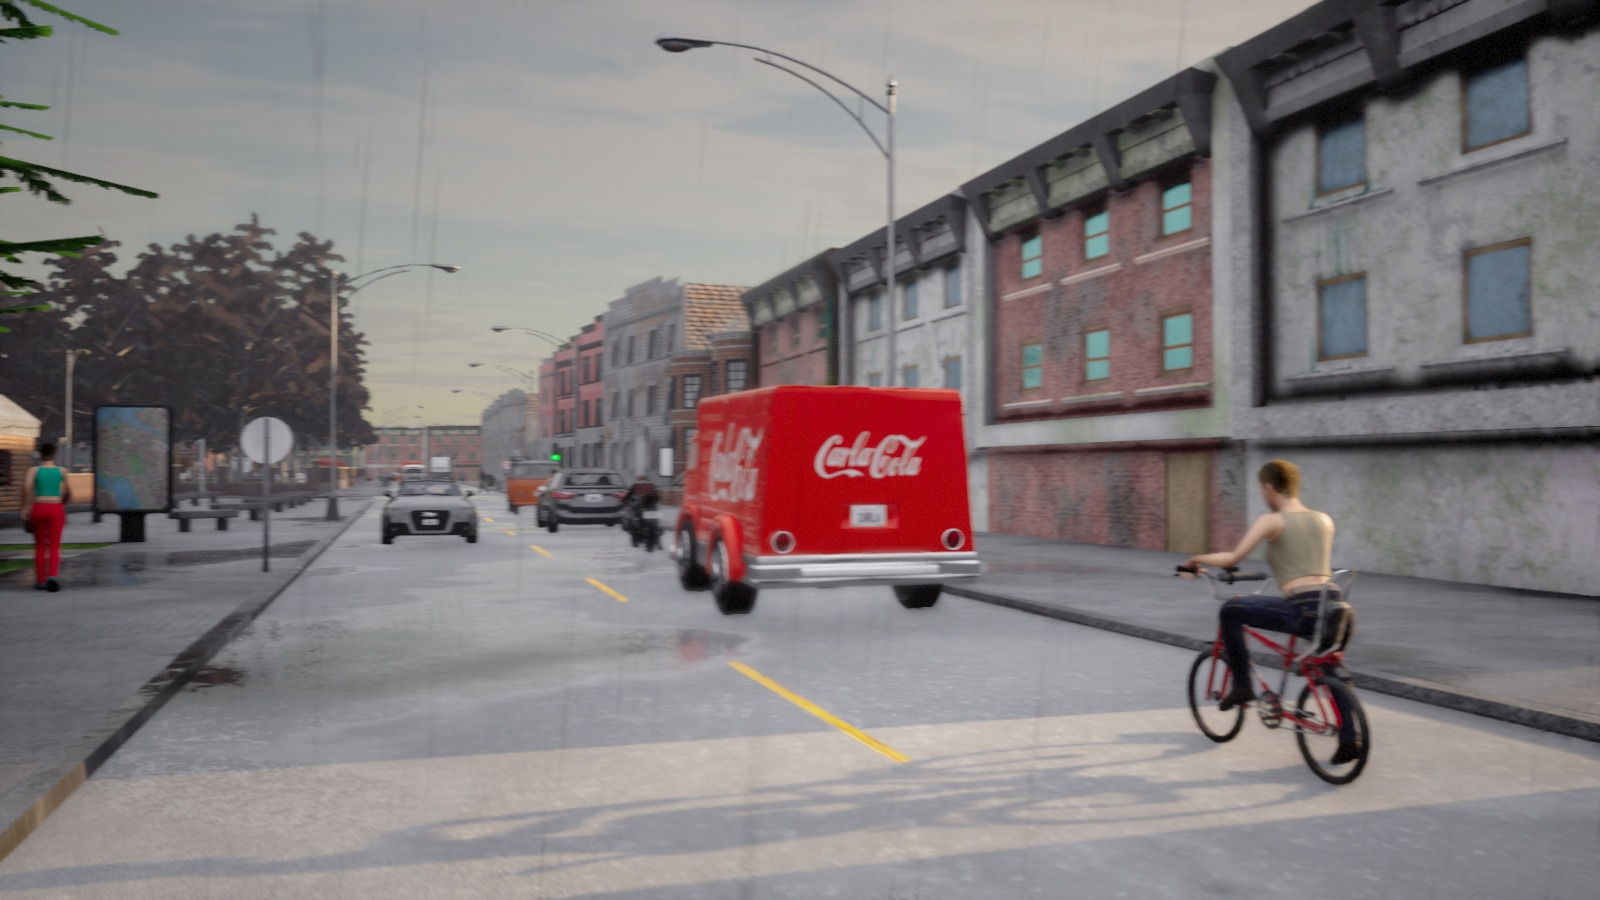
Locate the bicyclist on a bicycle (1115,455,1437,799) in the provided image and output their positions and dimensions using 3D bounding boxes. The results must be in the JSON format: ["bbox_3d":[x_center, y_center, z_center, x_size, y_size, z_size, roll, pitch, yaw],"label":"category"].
[{"bbox_3d":[2.484,0.839,6.753,0.866,1.612,1.509,0,-1,-16],"label":"bicyclist on a bicycle"}]

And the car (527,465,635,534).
[{"bbox_3d":[-5.909,1.264,33.480,2.242,1.667,4.611,0,-1,-17],"label":"car"}]

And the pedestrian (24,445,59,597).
[{"bbox_3d":[-9.344,0.862,15.481,0.345,1.836,0.594,0,-1,-29],"label":"pedestrian"}]

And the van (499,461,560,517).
[{"bbox_3d":[-10.147,1.432,46.898,1.775,1.987,4.442,0,-1,-18],"label":"van"}]

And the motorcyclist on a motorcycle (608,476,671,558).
[{"bbox_3d":[-3.210,1.289,24.930,0.866,1.530,2.191,0,-1,-18],"label":"motorcyclist on a motorcycle"}]

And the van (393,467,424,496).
[{"bbox_3d":[-28.388,2.297,91.082,2.069,2.038,4.480,0,-1,-17],"label":"van"}]

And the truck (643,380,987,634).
[{"bbox_3d":[-0.112,0.582,15.101,2.627,2.467,5.204,0,-1,-18],"label":"truck"}]

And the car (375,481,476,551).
[{"bbox_3d":[-8.351,1.414,27.930,1.994,1.385,4.181,0,-1,-18],"label":"car"}]
